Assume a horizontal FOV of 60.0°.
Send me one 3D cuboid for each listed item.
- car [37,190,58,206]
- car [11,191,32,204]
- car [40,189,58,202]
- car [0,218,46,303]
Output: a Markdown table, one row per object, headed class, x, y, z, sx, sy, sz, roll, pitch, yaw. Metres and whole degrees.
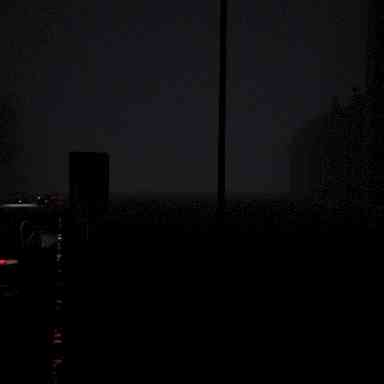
| class | x | y | z | sx | sy | sz | roll | pitch | yaw |
| --- | --- | --- | --- | --- | --- | --- | --- | --- | --- |
| car | -15.669 | 0.689 | 35.985 | 1.812 | 1.442 | 4.674 | 0 | 1 | -21 |
| car | -19.919 | 0.598 | 39.124 | 2.033 | 1.411 | 5.357 | 0 | 1 | -22 |
| car | -19.505 | 0.419 | 45.565 | 2.128 | 1.511 | 4.902 | 0 | 1 | -22 |
| car | -4.433 | 1.329 | 7.398 | 2.128 | 1.511 | 4.902 | 0 | 1 | -22 |
